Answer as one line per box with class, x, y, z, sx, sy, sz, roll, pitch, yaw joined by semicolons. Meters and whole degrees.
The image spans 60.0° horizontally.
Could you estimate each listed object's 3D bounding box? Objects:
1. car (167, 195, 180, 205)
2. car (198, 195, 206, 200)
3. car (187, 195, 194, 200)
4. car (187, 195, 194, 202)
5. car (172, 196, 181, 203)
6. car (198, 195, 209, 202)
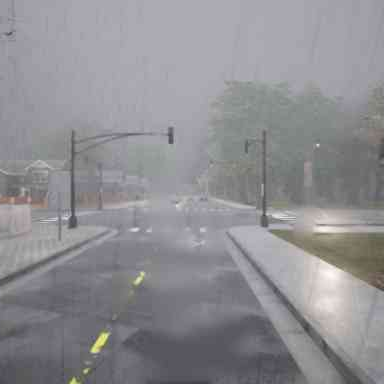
car;-3.474;1.440;60.816;2.097;1.767;4.553;0;0;0
car;2.765;1.497;90.763;2.033;1.411;5.357;0;0;-1
car;-0.484;1.553;90.762;1.895;1.301;4.718;0;0;-1
car;-0.383;1.646;80.308;2.033;1.411;5.357;0;0;-1
car;-3.589;1.609;75.819;1.837;1.490;4.892;0;0;-1
car;2.863;1.462;80.728;2.097;1.767;4.553;0;0;-1
